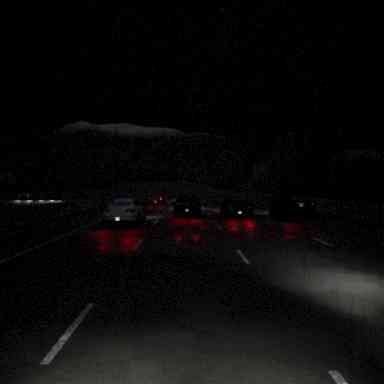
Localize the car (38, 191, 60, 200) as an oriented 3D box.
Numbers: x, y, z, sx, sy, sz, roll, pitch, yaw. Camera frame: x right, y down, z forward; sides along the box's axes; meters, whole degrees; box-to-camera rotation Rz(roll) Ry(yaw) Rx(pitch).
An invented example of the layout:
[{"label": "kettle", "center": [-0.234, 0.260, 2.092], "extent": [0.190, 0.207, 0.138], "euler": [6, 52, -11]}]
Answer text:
[{"label": "car", "center": [-22.019, 0.546, 52.760], "extent": [1.837, 1.490, 4.892], "euler": [0, 1, -1]}]

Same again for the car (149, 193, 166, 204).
[{"label": "car", "center": [-4.166, 0.780, 39.802], "extent": [1.895, 1.301, 4.718], "euler": [0, 1, -1]}]

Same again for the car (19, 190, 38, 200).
[{"label": "car", "center": [-25.518, 0.503, 52.694], "extent": [1.882, 1.535, 5.008], "euler": [0, 1, -1]}]

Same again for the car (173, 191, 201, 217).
[{"label": "car", "center": [-0.364, 0.921, 24.139], "extent": [2.128, 1.511, 4.902], "euler": [0, 1, -1]}]

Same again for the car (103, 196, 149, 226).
[{"label": "car", "center": [-3.764, 1.056, 18.906], "extent": [1.812, 1.442, 4.674], "euler": [0, 1, -1]}]

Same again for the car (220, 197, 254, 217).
[{"label": "car", "center": [3.134, 1.028, 24.299], "extent": [1.895, 1.301, 4.718], "euler": [0, 1, -1]}]

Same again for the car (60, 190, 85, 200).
[{"label": "car", "center": [-18.520, 0.500, 52.825], "extent": [2.128, 1.511, 4.902], "euler": [0, 1, -1]}]

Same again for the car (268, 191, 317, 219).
[{"label": "car", "center": [6.668, 0.813, 22.541], "extent": [2.097, 1.767, 4.553], "euler": [0, 1, -1]}]

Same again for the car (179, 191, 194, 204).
[{"label": "car", "center": [-0.706, 0.628, 41.914], "extent": [1.882, 1.535, 5.008], "euler": [0, 1, -1]}]

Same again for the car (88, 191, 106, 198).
[{"label": "car", "center": [-15.020, 0.537, 52.896], "extent": [1.812, 1.442, 4.674], "euler": [0, 1, -1]}]
